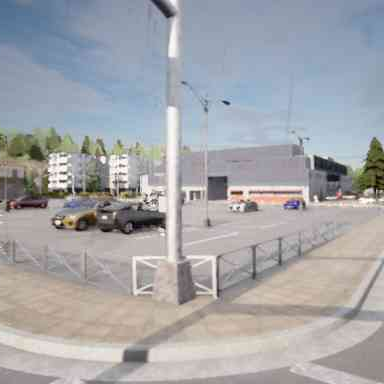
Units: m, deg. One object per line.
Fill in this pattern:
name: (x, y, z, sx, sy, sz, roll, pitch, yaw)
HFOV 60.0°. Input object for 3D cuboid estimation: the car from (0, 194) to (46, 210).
car: (-18.981, 1.230, 38.320, 2.007, 1.523, 4.514, 0, 0, 35)

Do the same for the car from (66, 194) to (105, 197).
car: (-10.836, 1.270, 32.531, 1.845, 1.501, 3.633, 0, 0, 35)

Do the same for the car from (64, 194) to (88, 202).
car: (-21.612, 1.136, 61.910, 1.970, 1.475, 3.806, 0, 0, 35)

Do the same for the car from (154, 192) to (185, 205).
car: (-3.106, 1.042, 49.776, 1.932, 1.855, 4.605, 0, 0, 35)

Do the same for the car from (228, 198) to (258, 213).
car: (5.299, 1.357, 34.612, 1.970, 1.475, 3.806, 0, 0, 35)

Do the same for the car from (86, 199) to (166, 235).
car: (-2.975, 1.317, 17.673, 2.007, 1.523, 4.514, 0, 0, 35)

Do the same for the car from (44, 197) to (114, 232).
car: (-5.570, 1.302, 19.436, 2.152, 1.636, 5.027, 0, 0, 35)

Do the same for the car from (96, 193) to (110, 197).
car: (-16.179, 1.069, 58.479, 2.152, 1.636, 5.027, 0, 0, 35)

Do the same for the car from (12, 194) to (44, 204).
car: (-28.666, 1.194, 58.256, 2.007, 1.523, 4.514, 0, 0, 35)

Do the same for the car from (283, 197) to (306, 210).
car: (12.008, 1.352, 38.963, 1.845, 1.501, 3.633, 0, 0, 35)

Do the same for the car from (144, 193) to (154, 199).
car: (-5.719, 1.016, 51.112, 1.905, 1.878, 3.866, 0, 0, 35)
